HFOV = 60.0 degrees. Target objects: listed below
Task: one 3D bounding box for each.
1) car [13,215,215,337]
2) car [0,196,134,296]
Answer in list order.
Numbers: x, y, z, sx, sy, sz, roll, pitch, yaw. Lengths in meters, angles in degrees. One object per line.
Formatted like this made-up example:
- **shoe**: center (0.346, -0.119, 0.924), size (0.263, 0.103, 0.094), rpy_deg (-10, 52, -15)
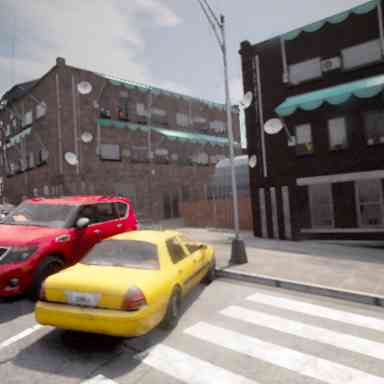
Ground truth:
- **car**: center (-0.770, 1.427, 6.911), size (1.946, 1.575, 5.366), rpy_deg (1, 0, 16)
- **car**: center (-3.281, 1.138, 8.464), size (2.435, 2.045, 5.566), rpy_deg (1, 0, 15)
